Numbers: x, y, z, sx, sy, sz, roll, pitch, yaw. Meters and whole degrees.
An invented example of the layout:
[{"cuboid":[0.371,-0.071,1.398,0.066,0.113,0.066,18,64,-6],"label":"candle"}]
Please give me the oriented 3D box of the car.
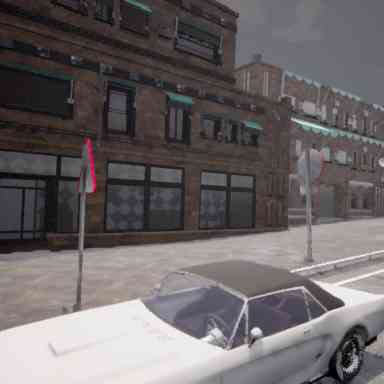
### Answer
[{"cuboid":[0.242,1.599,3.854,4.718,1.301,1.895,0,0,-35],"label":"car"}]
